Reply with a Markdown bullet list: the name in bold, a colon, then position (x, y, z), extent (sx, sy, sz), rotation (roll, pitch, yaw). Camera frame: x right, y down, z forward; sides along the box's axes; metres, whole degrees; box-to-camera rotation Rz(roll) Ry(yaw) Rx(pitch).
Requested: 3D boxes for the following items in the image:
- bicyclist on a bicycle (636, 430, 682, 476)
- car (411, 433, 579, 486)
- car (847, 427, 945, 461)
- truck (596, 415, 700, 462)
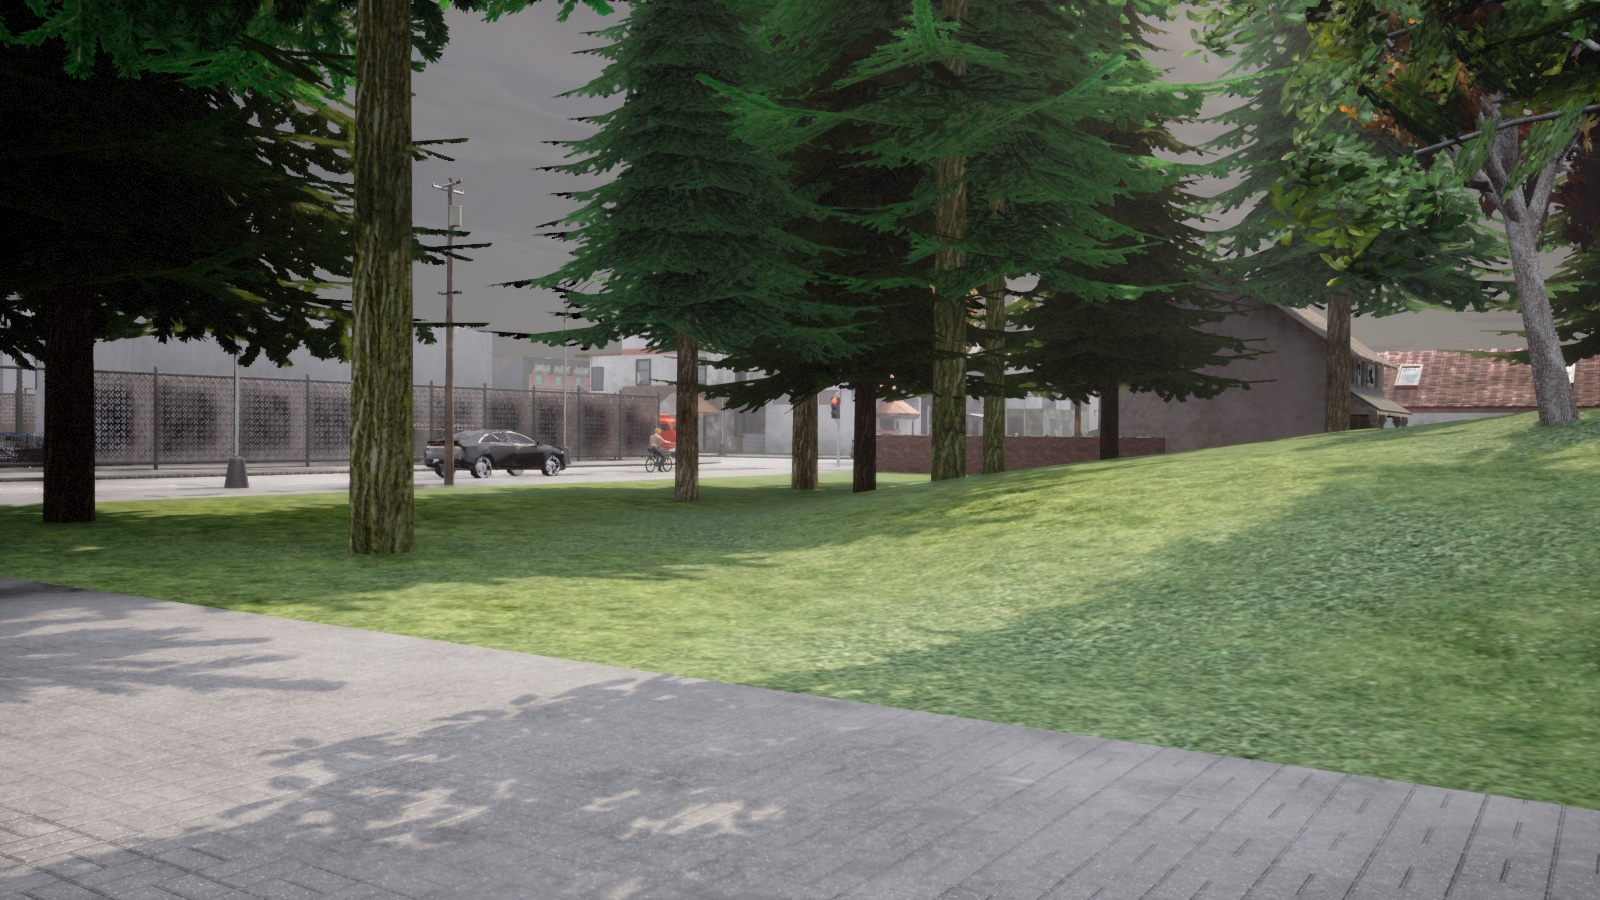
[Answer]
- **bicyclist on a bicycle**: position (-5.094, 0.094, 45.400), extent (0.866, 1.612, 1.509), rotation (0, 1, 33)
- **car**: position (-9.367, 0.240, 38.970), extent (2.128, 1.511, 4.902), rotation (0, 1, 34)
- **car**: position (4.894, -0.347, 64.326), extent (4.611, 1.667, 2.242), rotation (-1, 1, -7)
- **truck**: position (-8.392, -0.617, 69.150), extent (5.204, 2.467, 2.627), rotation (-1, 1, 34)
